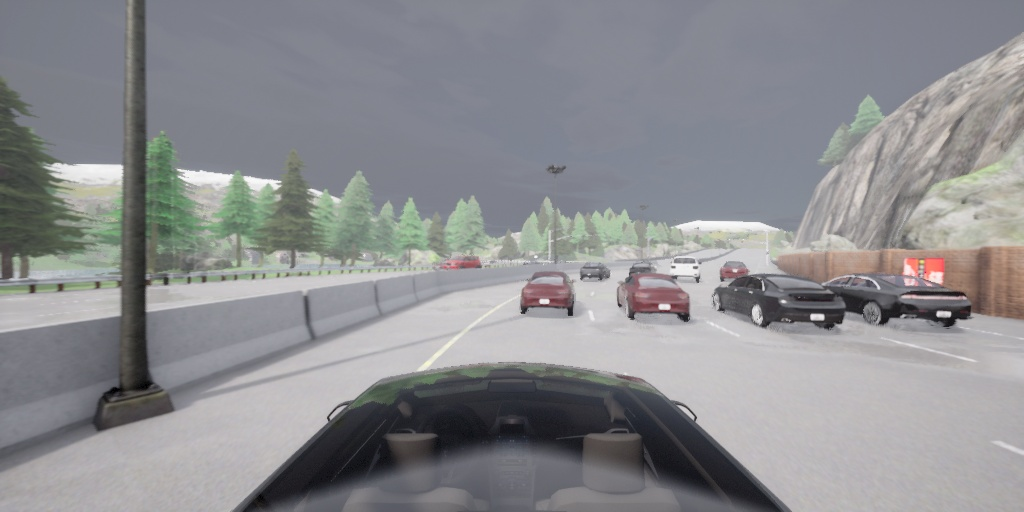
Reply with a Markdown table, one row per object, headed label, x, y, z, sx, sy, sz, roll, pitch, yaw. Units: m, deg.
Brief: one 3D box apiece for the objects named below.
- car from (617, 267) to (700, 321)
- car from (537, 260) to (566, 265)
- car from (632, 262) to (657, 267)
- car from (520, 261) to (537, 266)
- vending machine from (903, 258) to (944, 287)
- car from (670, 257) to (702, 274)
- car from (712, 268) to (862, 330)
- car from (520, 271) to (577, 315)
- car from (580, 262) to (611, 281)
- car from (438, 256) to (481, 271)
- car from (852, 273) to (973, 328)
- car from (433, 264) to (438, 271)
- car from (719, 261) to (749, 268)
| label | x | y | z | sx | sy | sz | roll | pitch | yaw |
| --- | --- | --- | --- | --- | --- | --- | --- | --- | --- |
| car | 4.816 | 1.309 | 12.636 | 1.812 | 1.442 | 4.674 | 0 | 0 | 10 |
| car | 6.015 | 1.297 | 49.561 | 2.128 | 1.511 | 4.902 | 0 | 0 | 35 |
| car | 11.916 | 1.310 | 32.424 | 1.882 | 1.535 | 5.008 | 0 | 0 | 28 |
| car | 2.776 | 1.352 | 51.038 | 1.994 | 1.385 | 4.181 | 0 | 0 | 35 |
| vending machine | 17.414 | 1.053 | 15.124 | 1.100 | 2.100 | 0.880 | 0 | 0 | 16 |
| car | 14.835 | 1.070 | 30.595 | 2.150 | 2.045 | 5.566 | 0 | 0 | 28 |
| car | 8.137 | 1.307 | 11.492 | 1.837 | 1.490 | 4.892 | 0 | 0 | 9 |
| car | 1.465 | 1.289 | 13.719 | 1.812 | 1.442 | 4.674 | 0 | 0 | 11 |
| car | 7.242 | 1.296 | 30.981 | 2.128 | 1.511 | 4.902 | 0 | 0 | 26 |
| car | -5.975 | 0.957 | 43.739 | 2.150 | 2.045 | 5.566 | 0 | 0 | 29 |
| car | 11.745 | 1.315 | 11.773 | 2.128 | 1.511 | 4.902 | 0 | 0 | 10 |
| car | -8.224 | 1.247 | 46.812 | 1.812 | 1.442 | 4.674 | 0 | 0 | 30 |
| car | 18.853 | 1.224 | 30.432 | 2.097 | 1.767 | 4.553 | 0 | 0 | 30 |
